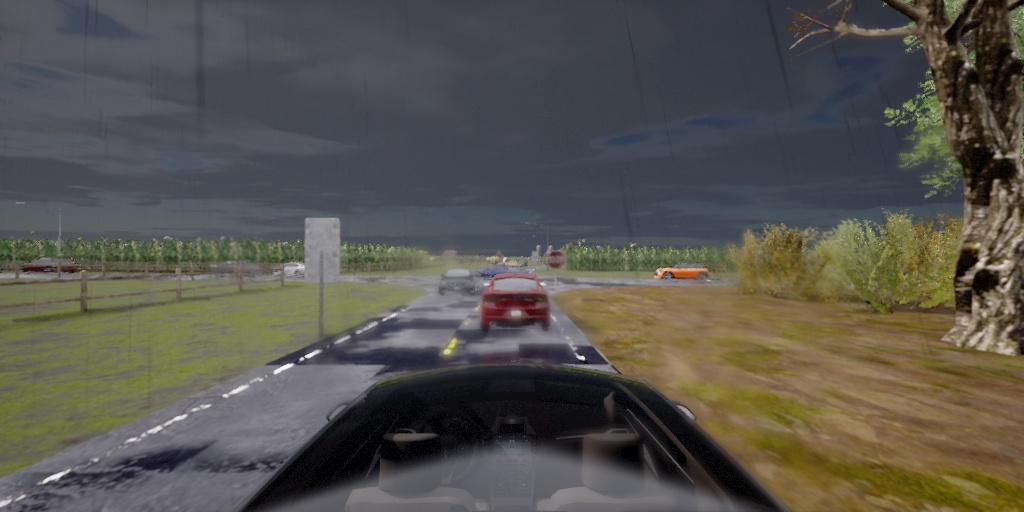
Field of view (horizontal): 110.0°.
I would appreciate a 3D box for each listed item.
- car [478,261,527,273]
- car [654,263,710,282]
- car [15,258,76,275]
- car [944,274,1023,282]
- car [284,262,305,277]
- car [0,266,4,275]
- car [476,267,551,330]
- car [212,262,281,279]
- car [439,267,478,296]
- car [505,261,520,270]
[{"bbox_3d":[-1.554,1.505,34.587,5.357,1.411,2.033,0,-1,4],"label":"car"},{"bbox_3d":[15.683,1.411,33.329,4.553,1.767,2.097,0,-1,7],"label":"car"},{"bbox_3d":[-48.045,0.987,36.970,4.553,1.767,2.097,0,-1,3],"label":"car"},{"bbox_3d":[35.749,1.701,27.519,4.181,1.385,1.994,0,-1,6],"label":"car"},{"bbox_3d":[-22.017,1.347,35.699,4.674,1.442,1.812,1,0,3],"label":"car"},{"bbox_3d":[-50.619,0.936,33.470,4.553,1.767,2.097,0,0,4],"label":"car"},{"bbox_3d":[0.090,1.288,11.457,1.882,1.535,5.008,0,0,0],"label":"car"},{"bbox_3d":[-24.034,1.267,32.125,4.902,1.511,2.128,0,-1,2],"label":"car"},{"bbox_3d":[-3.025,1.392,20.505,1.812,1.442,4.674,1,0,-6],"label":"car"},{"bbox_3d":[0.149,1.642,64.249,1.882,1.535,5.008,0,0,10],"label":"car"}]
